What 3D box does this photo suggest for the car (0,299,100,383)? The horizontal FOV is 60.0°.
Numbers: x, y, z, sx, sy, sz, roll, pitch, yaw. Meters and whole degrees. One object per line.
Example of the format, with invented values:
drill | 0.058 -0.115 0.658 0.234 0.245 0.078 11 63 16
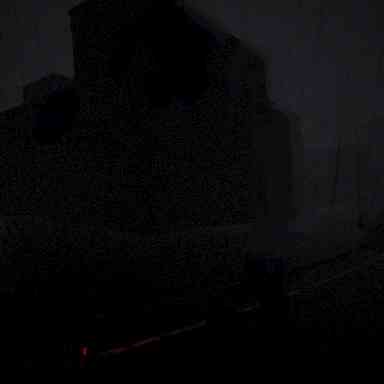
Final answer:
car | -2.995 1.500 1.805 4.902 1.511 2.128 1 0 -36
